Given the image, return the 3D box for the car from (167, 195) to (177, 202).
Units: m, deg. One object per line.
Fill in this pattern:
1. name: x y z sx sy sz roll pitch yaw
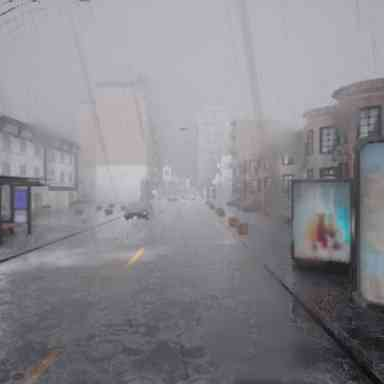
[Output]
1. car: -4.063 1.323 68.352 1.812 1.442 4.674 0 -1 0

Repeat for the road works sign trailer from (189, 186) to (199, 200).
1. road works sign trailer: 0.100 0.165 86.719 2.380 3.560 2.880 0 0 -37

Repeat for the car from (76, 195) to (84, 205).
1. car: -19.095 1.069 50.422 3.866 1.878 1.905 0 0 10

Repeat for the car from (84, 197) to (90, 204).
1. car: -19.330 1.164 53.523 4.611 1.667 2.242 0 0 10

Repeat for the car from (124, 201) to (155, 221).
1. car: -4.104 1.455 26.742 2.033 1.411 5.357 0 0 0

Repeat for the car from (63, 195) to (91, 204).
1. car: -19.475 1.222 56.475 4.193 1.474 1.816 0 0 10
